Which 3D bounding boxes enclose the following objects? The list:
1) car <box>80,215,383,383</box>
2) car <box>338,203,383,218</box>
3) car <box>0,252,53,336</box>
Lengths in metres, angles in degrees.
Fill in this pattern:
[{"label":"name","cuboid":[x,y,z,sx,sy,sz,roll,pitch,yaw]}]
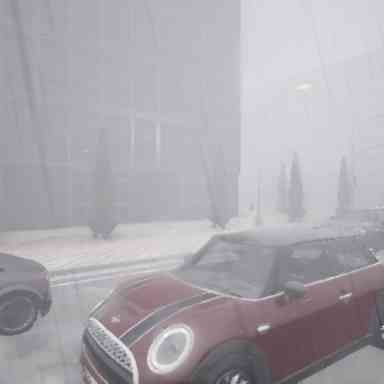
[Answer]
[{"label":"car","cuboid":[0.887,1.352,4.613,4.553,1.767,2.097,0,0,-35]},{"label":"car","cuboid":[6.623,1.353,12.897,4.553,1.767,2.097,0,0,-36]},{"label":"car","cuboid":[-4.422,1.565,5.131,4.181,1.385,1.994,0,0,-36]}]
